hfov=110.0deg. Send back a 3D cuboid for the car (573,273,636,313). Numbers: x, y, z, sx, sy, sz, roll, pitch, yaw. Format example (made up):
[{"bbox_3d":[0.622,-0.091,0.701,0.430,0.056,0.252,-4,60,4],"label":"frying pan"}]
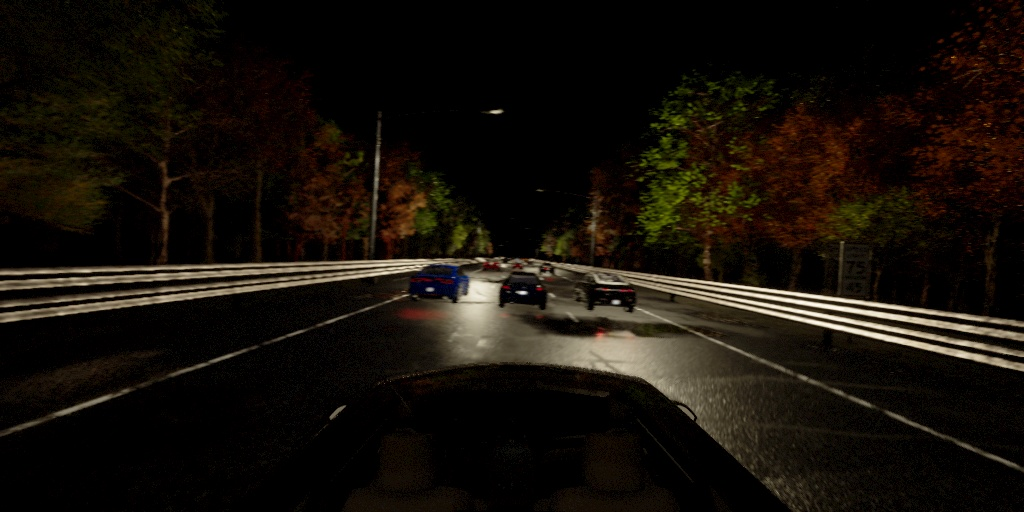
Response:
[{"bbox_3d":[3.944,1.517,15.845,2.128,1.511,4.902,3,0,1],"label":"car"}]

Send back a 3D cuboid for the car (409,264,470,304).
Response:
[{"bbox_3d":[-3.046,1.120,15.940,1.882,1.535,5.008,3,0,1],"label":"car"}]

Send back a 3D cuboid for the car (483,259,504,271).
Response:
[{"bbox_3d":[-2.659,1.137,48.896,2.097,1.767,4.553,3,0,1],"label":"car"}]

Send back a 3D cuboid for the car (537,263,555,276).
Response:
[{"bbox_3d":[4.276,1.659,44.901,1.837,1.490,4.892,3,0,1],"label":"car"}]

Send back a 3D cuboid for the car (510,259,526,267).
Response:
[{"bbox_3d":[0.960,1.624,60.949,1.895,1.301,4.718,3,0,1],"label":"car"}]

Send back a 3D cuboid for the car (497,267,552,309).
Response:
[{"bbox_3d":[0.443,1.397,15.851,1.994,1.385,4.181,3,0,1],"label":"car"}]
